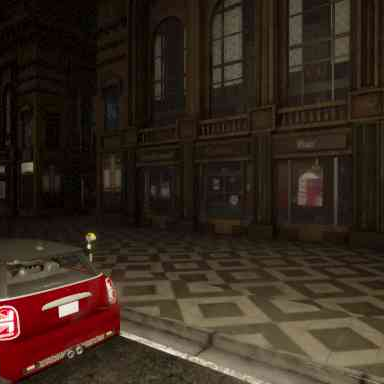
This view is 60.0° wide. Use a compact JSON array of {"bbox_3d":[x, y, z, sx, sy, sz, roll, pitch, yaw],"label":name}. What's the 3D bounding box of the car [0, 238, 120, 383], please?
[{"bbox_3d":[-3.069,1.440,5.157,4.097,1.590,1.967,0,0,36],"label":"car"}]
